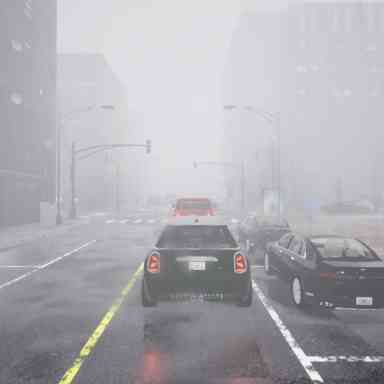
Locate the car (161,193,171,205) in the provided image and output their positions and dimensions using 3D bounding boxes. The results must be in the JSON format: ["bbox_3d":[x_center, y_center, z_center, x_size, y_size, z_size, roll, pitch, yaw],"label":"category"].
[{"bbox_3d":[-3.137,1.240,51.086,2.150,2.045,5.566,0,0,0],"label":"car"}]

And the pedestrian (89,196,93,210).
[{"bbox_3d":[-12.542,1.348,41.356,0.375,1.860,0.375,0,0,0],"label":"pedestrian"}]

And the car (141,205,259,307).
[{"bbox_3d":[0.098,1.354,8.130,2.097,1.767,4.553,0,0,0],"label":"car"}]

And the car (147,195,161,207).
[{"bbox_3d":[-5.692,1.334,51.434,2.192,1.841,5.009,1,0,0],"label":"car"}]

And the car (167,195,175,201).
[{"bbox_3d":[-5.708,1.603,90.431,1.947,1.339,4.313,1,0,0],"label":"car"}]

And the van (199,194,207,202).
[{"bbox_3d":[2.678,1.373,79.253,1.690,1.788,3.998,1,0,0],"label":"van"}]

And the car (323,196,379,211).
[{"bbox_3d":[16.929,1.418,35.625,4.674,1.442,1.812,0,-1,0],"label":"car"}]

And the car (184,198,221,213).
[{"bbox_3d":[1.192,1.568,40.488,1.837,1.490,4.892,-4,2,-34],"label":"car"}]

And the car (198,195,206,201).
[{"bbox_3d":[2.672,1.582,90.394,1.887,1.381,4.507,1,0,0],"label":"car"}]

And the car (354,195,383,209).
[{"bbox_3d":[19.279,1.228,38.182,5.009,1.841,2.192,0,0,0],"label":"car"}]

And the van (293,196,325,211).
[{"bbox_3d":[13.752,1.296,38.220,3.998,1.788,1.690,0,0,0],"label":"van"}]

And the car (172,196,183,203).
[{"bbox_3d":[-3.023,1.553,70.725,2.128,1.511,4.902,0,0,0],"label":"car"}]

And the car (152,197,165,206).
[{"bbox_3d":[-5.697,1.566,57.005,1.887,1.381,4.507,1,0,0],"label":"car"}]

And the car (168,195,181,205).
[{"bbox_3d":[-3.088,1.375,60.655,2.097,1.767,4.553,0,0,0],"label":"car"}]

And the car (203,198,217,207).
[{"bbox_3d":[2.684,1.585,51.396,1.947,1.339,4.313,1,0,0],"label":"car"}]

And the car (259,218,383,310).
[{"bbox_3d":[2.828,1.553,7.634,2.008,1.369,4.403,1,0,0],"label":"car"}]

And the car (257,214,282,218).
[{"bbox_3d":[2.826,1.555,13.204,2.008,1.369,4.403,1,0,0],"label":"car"}]

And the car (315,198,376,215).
[{"bbox_3d":[13.694,1.413,29.838,4.206,1.307,1.802,0,0,0],"label":"car"}]

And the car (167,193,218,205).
[{"bbox_3d":[0.082,1.228,17.601,2.150,2.045,5.566,0,0,0],"label":"car"}]
